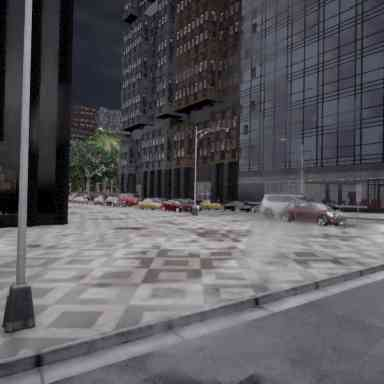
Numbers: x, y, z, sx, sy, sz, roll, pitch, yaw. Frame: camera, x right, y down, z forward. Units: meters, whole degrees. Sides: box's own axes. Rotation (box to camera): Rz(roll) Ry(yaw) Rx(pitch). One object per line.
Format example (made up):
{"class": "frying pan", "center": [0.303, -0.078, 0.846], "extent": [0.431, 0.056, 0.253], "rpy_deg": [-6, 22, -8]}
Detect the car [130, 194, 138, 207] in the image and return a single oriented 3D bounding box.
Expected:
{"class": "car", "center": [-9.223, 1.243, 50.585], "extent": [2.150, 2.045, 5.566], "rpy_deg": [2, -1, -35]}

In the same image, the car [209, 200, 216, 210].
{"class": "car", "center": [2.032, 1.690, 44.759], "extent": [1.752, 1.417, 4.829], "rpy_deg": [2, -1, -36]}

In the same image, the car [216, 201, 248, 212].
{"class": "car", "center": [5.317, 1.727, 40.153], "extent": [1.947, 1.339, 4.313], "rpy_deg": [2, -1, -36]}

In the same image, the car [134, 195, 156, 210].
{"class": "car", "center": [-4.711, 1.466, 39.535], "extent": [1.752, 1.417, 4.829], "rpy_deg": [2, -1, -36]}

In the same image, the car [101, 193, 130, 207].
{"class": "car", "center": [-11.184, 1.387, 48.609], "extent": [1.967, 1.590, 4.097], "rpy_deg": [2, -1, -36]}

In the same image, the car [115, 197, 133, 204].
{"class": "car", "center": [-13.807, 1.737, 66.951], "extent": [1.947, 1.339, 4.313], "rpy_deg": [2, -1, -36]}

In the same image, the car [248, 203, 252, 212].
{"class": "car", "center": [8.504, 1.740, 35.687], "extent": [1.802, 1.307, 4.206], "rpy_deg": [2, -1, -36]}

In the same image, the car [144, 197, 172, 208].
{"class": "car", "center": [-5.223, 1.590, 50.243], "extent": [2.128, 1.511, 4.902], "rpy_deg": [2, -1, -35]}

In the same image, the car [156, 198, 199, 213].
{"class": "car", "center": [-1.622, 1.482, 35.207], "extent": [1.887, 1.381, 4.507], "rpy_deg": [2, -1, -36]}

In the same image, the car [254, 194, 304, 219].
{"class": "car", "center": [7.961, 1.223, 26.375], "extent": [2.150, 2.045, 5.566], "rpy_deg": [2, -1, -35]}

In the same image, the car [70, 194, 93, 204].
{"class": "car", "center": [-20.650, 1.473, 61.870], "extent": [1.752, 1.417, 4.829], "rpy_deg": [2, -1, -36]}

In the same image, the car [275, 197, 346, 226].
{"class": "car", "center": [7.926, 1.368, 21.834], "extent": [1.967, 1.590, 4.097], "rpy_deg": [2, -1, -37]}

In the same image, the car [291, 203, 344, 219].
{"class": "car", "center": [11.692, 1.721, 31.222], "extent": [1.947, 1.339, 4.313], "rpy_deg": [2, -1, -36]}

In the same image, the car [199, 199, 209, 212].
{"class": "car", "center": [-0.676, 1.501, 38.479], "extent": [2.128, 1.511, 4.902], "rpy_deg": [2, -1, -35]}

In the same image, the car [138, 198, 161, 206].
{"class": "car", "center": [-7.432, 1.722, 58.019], "extent": [2.008, 1.369, 4.403], "rpy_deg": [2, -1, -36]}

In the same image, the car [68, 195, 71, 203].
{"class": "car", "center": [-23.935, 1.387, 66.477], "extent": [1.967, 1.590, 4.097], "rpy_deg": [2, -1, -36]}

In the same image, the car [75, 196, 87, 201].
{"class": "car", "center": [-29.842, 1.695, 89.420], "extent": [1.752, 1.417, 4.829], "rpy_deg": [2, -1, -36]}

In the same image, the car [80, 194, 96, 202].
{"class": "car", "center": [-26.551, 1.485, 84.818], "extent": [2.192, 1.841, 5.009], "rpy_deg": [2, -1, -36]}

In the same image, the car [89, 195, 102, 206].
{"class": "car", "center": [-14.375, 1.530, 53.074], "extent": [1.802, 1.307, 4.206], "rpy_deg": [2, -1, -36]}

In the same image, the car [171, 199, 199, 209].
{"class": "car", "center": [-1.057, 1.719, 49.086], "extent": [2.008, 1.369, 4.403], "rpy_deg": [2, -1, -36]}

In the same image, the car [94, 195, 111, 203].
{"class": "car", "center": [-20.354, 1.514, 75.487], "extent": [2.097, 1.767, 4.553], "rpy_deg": [2, -1, -36]}
